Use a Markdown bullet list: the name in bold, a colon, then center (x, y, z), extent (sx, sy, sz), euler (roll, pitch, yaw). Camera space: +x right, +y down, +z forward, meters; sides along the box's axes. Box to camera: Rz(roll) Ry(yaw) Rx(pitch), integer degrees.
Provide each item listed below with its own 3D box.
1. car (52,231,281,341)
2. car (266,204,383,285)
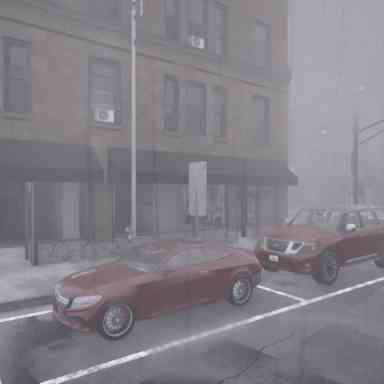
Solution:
- **car**: center (-0.441, 1.581, 6.447), extent (4.206, 1.307, 1.802), euler (0, 0, -35)
- **car**: center (4.061, 1.313, 9.648), extent (5.009, 1.841, 2.192), euler (0, 0, -35)
